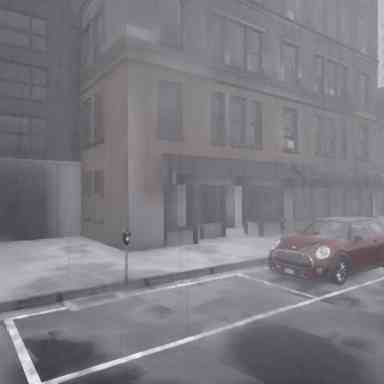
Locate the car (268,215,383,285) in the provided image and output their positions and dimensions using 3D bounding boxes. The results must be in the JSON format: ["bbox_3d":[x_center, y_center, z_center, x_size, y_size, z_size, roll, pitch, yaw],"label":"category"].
[{"bbox_3d":[4.036,1.439,9.411,4.097,1.590,1.967,0,0,-36],"label":"car"}]
